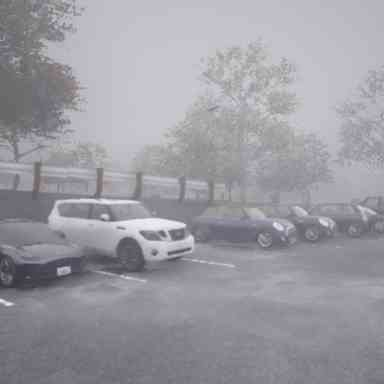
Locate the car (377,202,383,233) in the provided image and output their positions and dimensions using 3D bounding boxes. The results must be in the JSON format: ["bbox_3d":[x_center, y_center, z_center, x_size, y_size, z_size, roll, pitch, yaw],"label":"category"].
[{"bbox_3d":[9.693,1.527,19.914,4.892,1.521,2.231,-1,-1,35],"label":"car"}]

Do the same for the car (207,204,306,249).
[{"bbox_3d":[2.284,1.382,14.666,4.553,1.767,2.185,-1,-1,35],"label":"car"}]

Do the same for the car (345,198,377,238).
[{"bbox_3d":[7.258,1.394,18.138,4.553,1.767,2.185,-1,-1,34],"label":"car"}]

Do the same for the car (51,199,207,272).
[{"bbox_3d":[-2.591,1.244,11.137,5.566,2.045,2.435,-1,-1,35],"label":"car"}]

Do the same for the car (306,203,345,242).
[{"bbox_3d":[4.747,1.389,16.426,4.553,1.767,2.185,-1,-1,35],"label":"car"}]

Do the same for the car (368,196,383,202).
[{"bbox_3d":[12.131,1.282,21.671,5.566,2.045,2.435,-1,-1,35],"label":"car"}]

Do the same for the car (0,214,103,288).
[{"bbox_3d":[-5.051,1.518,9.378,4.792,1.488,2.163,-1,-1,35],"label":"car"}]
